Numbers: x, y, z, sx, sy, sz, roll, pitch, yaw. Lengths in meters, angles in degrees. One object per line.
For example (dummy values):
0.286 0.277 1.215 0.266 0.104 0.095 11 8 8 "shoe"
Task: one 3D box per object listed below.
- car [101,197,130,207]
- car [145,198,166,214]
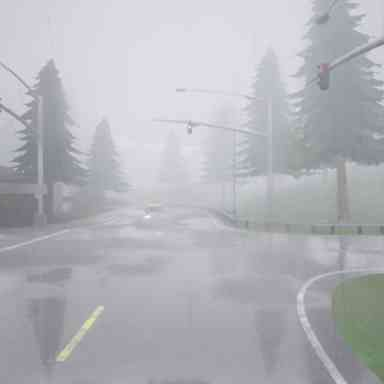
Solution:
-11.436 1.472 47.933 4.892 1.490 1.837 0 -1 12 "car"
-3.759 1.447 34.770 1.882 1.535 5.008 0 0 -3 "car"
